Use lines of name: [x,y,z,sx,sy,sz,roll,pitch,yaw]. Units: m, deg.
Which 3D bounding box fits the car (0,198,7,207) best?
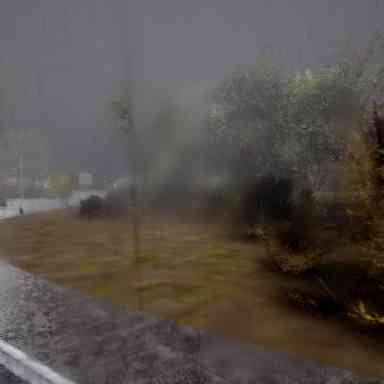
car: [-33.387,1.820,56.650,2.097,1.767,4.553,1,0,-6]
